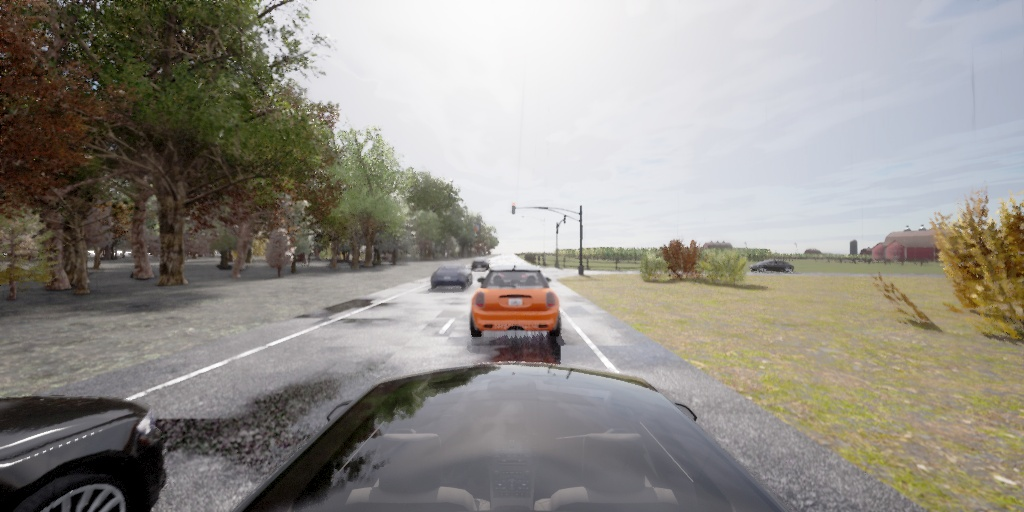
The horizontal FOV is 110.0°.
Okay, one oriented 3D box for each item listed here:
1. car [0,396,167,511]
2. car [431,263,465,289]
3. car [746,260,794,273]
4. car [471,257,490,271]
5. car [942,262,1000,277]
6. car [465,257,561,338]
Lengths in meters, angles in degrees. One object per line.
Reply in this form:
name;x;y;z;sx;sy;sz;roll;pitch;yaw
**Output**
car;-3.394;1.253;0.536;2.128;1.511;4.902;0;1;0
car;-3.471;1.120;21.204;1.994;1.385;4.181;0;1;0
car;29.825;1.232;41.519;4.892;1.490;1.837;1;0;0
car;-3.545;0.881;41.177;1.812;1.442;4.674;0;1;0
car;48.850;1.401;37.880;4.902;1.511;2.128;1;0;1
car;0.071;1.019;10.051;2.097;1.767;4.553;0;1;0
